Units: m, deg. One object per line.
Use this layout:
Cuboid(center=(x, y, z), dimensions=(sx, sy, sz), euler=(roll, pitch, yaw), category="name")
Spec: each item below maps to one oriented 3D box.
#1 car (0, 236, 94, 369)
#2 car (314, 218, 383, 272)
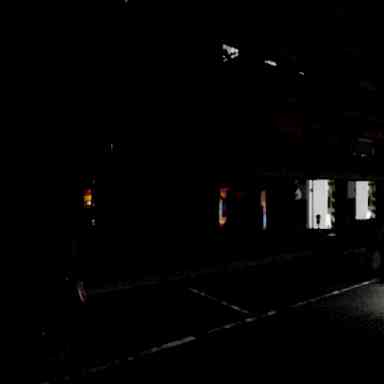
Cuboid(center=(-3.465, 1.441, 4.087), dimensions=(4.097, 1.590, 1.967), euler=(0, 0, -36), category="car")
Cuboid(center=(5.720, 1.536, 10.663), dimensions=(4.403, 1.369, 2.008), euler=(0, 0, -36), category="car")
